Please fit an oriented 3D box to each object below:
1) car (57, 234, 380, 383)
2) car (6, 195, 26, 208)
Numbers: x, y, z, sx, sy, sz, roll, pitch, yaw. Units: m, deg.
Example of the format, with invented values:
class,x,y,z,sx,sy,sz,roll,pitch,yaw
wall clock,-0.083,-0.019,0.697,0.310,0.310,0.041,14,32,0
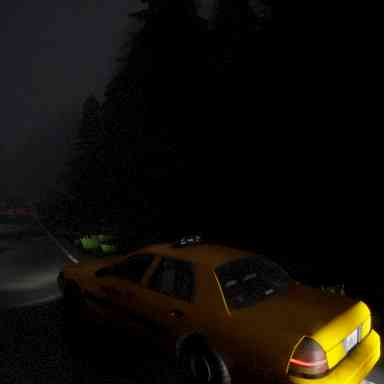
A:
class,x,y,z,sx,sy,sz,roll,pitch,yaw
car,-0.254,1.418,5.080,5.366,1.575,1.801,1,1,44
car,-21.138,1.060,40.055,2.128,1.511,4.902,-2,2,-26
